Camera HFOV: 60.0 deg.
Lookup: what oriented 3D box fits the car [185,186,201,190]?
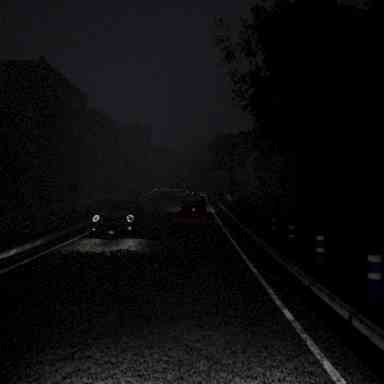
[{"bbox_3d":[0.111,-0.060,42.853,2.033,1.411,5.357,0,4,0],"label":"car"}]

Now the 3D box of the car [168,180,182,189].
[{"bbox_3d":[-3.055,-1.352,60.097,1.837,1.490,4.892,-1,4,9],"label":"car"}]

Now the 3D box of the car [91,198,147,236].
[{"bbox_3d":[-3.595,1.146,17.045,2.097,1.767,4.553,0,2,0],"label":"car"}]

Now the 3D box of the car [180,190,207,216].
[{"bbox_3d":[0.107,0.947,25.660,1.882,1.535,5.008,0,3,0],"label":"car"}]
